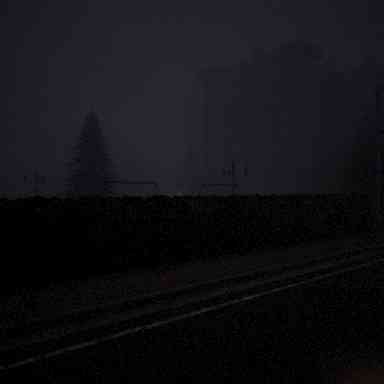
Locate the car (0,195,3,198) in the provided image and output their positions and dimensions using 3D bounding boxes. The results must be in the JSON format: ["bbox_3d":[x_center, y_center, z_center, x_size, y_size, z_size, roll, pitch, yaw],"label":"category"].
[{"bbox_3d":[-40.344,1.374,67.378,3.633,1.501,1.845,0,0,-38],"label":"car"}]
